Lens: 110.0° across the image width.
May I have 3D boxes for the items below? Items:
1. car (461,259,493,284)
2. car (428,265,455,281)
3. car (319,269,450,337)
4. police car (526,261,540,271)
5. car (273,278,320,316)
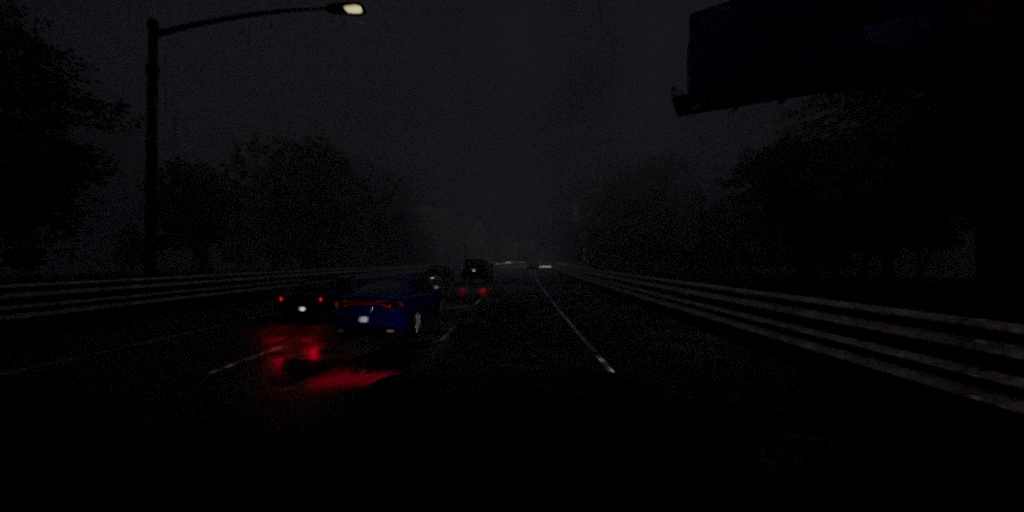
[{"bbox_3d":[-2.854,1.251,30.377,2.150,2.045,5.566,0,-1,2],"label":"car"},{"bbox_3d":[-6.311,1.541,31.448,1.837,1.490,4.892,0,-1,2],"label":"car"},{"bbox_3d":[-3.324,1.308,10.608,1.882,1.535,5.008,0,-1,1],"label":"car"},{"bbox_3d":[3.529,1.819,63.503,1.930,1.638,5.238,0,-1,5],"label":"police car"},{"bbox_3d":[-6.792,1.459,13.887,1.895,1.301,4.718,0,-1,1],"label":"car"}]
